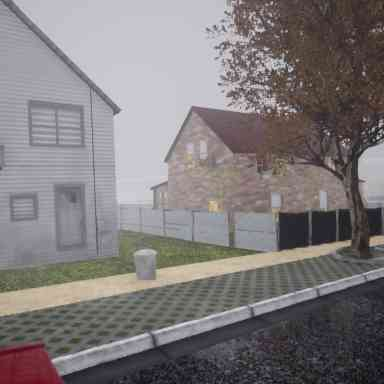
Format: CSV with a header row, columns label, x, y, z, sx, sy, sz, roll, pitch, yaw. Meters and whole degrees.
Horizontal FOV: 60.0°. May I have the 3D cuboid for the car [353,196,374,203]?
label,x,y,z,sx,sy,sz,roll,pitch,yaw
car,38.553,1.608,74.934,2.128,1.511,4.902,-2,0,0

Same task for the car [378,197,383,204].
label,x,y,z,sx,sy,sz,roll,pitch,yaw
car,38.469,1.656,64.920,1.994,1.385,4.181,-2,0,0

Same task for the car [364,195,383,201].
label,x,y,z,sx,sy,sz,roll,pitch,yaw
car,28.490,1.551,49.599,2.150,2.045,5.566,-2,-1,1

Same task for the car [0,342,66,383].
label,x,y,z,sx,sy,sz,roll,pitch,yaw
car,-2.778,1.602,1.089,4.718,1.301,1.895,0,0,-35

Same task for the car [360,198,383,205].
label,x,y,z,sx,sy,sz,roll,pitch,yaw
car,35.226,1.819,65.298,1.895,1.301,4.718,-2,0,0
